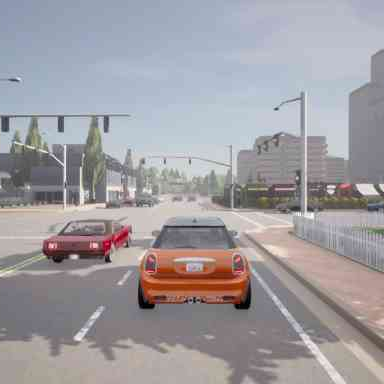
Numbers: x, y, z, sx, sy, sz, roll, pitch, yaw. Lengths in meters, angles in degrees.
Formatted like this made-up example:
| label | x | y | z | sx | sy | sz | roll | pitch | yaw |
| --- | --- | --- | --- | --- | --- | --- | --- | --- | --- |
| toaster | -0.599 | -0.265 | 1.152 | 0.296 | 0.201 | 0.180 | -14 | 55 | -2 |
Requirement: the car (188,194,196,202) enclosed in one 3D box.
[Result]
| label | x | y | z | sx | sy | sz | roll | pitch | yaw |
| --- | --- | --- | --- | --- | --- | --- | --- | --- | --- |
| car | -0.028 | 1.531 | 77.353 | 2.033 | 1.411 | 5.357 | 0 | 0 | 0 |

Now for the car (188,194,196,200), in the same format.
| label | x | y | z | sx | sy | sz | roll | pitch | yaw |
| --- | --- | --- | --- | --- | --- | --- | --- | --- | --- |
| car | -0.031 | 1.398 | 87.628 | 2.128 | 1.511 | 4.902 | 0 | 0 | 0 |

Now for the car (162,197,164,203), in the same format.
| label | x | y | z | sx | sy | sz | roll | pitch | yaw |
| --- | --- | --- | --- | --- | --- | --- | --- | --- | --- |
| car | -7.025 | 1.524 | 70.808 | 1.812 | 1.442 | 4.674 | 0 | 0 | 0 |

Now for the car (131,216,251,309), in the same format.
| label | x | y | z | sx | sy | sz | roll | pitch | yaw |
| --- | --- | --- | --- | --- | --- | --- | --- | --- | --- |
| car | 0.061 | 1.352 | 8.017 | 2.097 | 1.767 | 4.553 | 0 | 0 | 0 |

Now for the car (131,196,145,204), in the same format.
| label | x | y | z | sx | sy | sz | roll | pitch | yaw |
| --- | --- | --- | --- | --- | --- | --- | --- | --- | --- |
| car | -10.569 | 1.564 | 64.961 | 1.994 | 1.385 | 4.181 | 0 | 0 | 0 |

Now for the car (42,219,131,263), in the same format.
| label | x | y | z | sx | sy | sz | roll | pitch | yaw |
| --- | --- | --- | --- | --- | --- | --- | --- | --- | --- |
| car | -3.420 | 1.601 | 11.912 | 1.895 | 1.301 | 4.718 | 0 | 0 | 0 |

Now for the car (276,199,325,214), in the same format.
| label | x | y | z | sx | sy | sz | roll | pitch | yaw |
| --- | --- | --- | --- | --- | --- | --- | --- | --- | --- |
| car | 11.259 | 1.492 | 34.676 | 4.902 | 1.511 | 2.128 | 0 | 0 | -1 |

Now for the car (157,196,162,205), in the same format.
| label | x | y | z | sx | sy | sz | roll | pitch | yaw |
| --- | --- | --- | --- | --- | --- | --- | --- | --- | --- |
| car | -7.093 | 1.564 | 60.483 | 1.994 | 1.385 | 4.181 | 0 | 0 | 0 |

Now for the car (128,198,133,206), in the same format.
| label | x | y | z | sx | sy | sz | roll | pitch | yaw |
| --- | --- | --- | --- | --- | --- | --- | --- | --- | --- |
| car | -10.605 | 1.601 | 55.013 | 1.895 | 1.301 | 4.718 | 0 | 0 | 0 |

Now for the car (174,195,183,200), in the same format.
| label | x | y | z | sx | sy | sz | roll | pitch | yaw |
| --- | --- | --- | --- | --- | --- | --- | --- | --- | --- |
| car | -3.531 | 1.425 | 87.625 | 1.994 | 1.385 | 4.181 | 0 | 0 | 0 |

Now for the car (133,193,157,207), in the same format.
| label | x | y | z | sx | sy | sz | roll | pitch | yaw |
| --- | --- | --- | --- | --- | --- | --- | --- | --- | --- |
| car | -7.114 | 1.221 | 51.077 | 2.150 | 2.045 | 5.566 | 0 | 0 | 1 |

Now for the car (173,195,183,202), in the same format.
| label | x | y | z | sx | sy | sz | roll | pitch | yaw |
| --- | --- | --- | --- | --- | --- | --- | --- | --- | --- |
| car | -3.528 | 1.513 | 77.670 | 1.812 | 1.442 | 4.674 | 0 | 0 | 0 |

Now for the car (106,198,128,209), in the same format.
| label | x | y | z | sx | sy | sz | roll | pitch | yaw |
| --- | --- | --- | --- | --- | --- | --- | --- | --- | --- |
| car | -10.614 | 1.564 | 46.251 | 1.994 | 1.385 | 4.181 | 0 | 0 | 0 |

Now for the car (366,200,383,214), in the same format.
| label | x | y | z | sx | sy | sz | roll | pitch | yaw |
| --- | --- | --- | --- | --- | --- | --- | --- | --- | --- |
| car | 20.903 | 1.478 | 34.917 | 5.008 | 1.535 | 1.882 | 0 | 0 | -2 |
